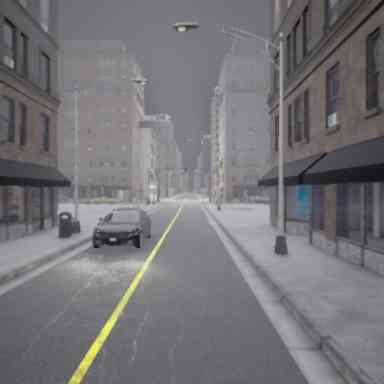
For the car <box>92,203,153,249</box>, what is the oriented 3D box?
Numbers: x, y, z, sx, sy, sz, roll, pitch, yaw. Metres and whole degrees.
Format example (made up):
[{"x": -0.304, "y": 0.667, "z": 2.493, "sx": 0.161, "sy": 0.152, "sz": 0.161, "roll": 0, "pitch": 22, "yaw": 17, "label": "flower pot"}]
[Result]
[{"x": -2.878, "y": 1.448, "z": 14.599, "sx": 1.882, "sy": 1.535, "sz": 5.008, "roll": 0, "pitch": 0, "yaw": 0, "label": "car"}]

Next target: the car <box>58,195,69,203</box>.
[{"x": -26.515, "y": 1.300, "z": 65.337, "sx": 4.097, "sy": 1.590, "sz": 1.967, "roll": 0, "pitch": 0, "yaw": 0, "label": "car"}]

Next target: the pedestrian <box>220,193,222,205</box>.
[{"x": 4.419, "y": 1.051, "z": 50.944, "sx": 0.375, "sy": 1.860, "sz": 0.375, "roll": 0, "pitch": 0, "yaw": 0, "label": "pedestrian"}]

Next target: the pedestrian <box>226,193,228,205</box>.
[{"x": 5.418, "y": 1.057, "z": 51.546, "sx": 0.375, "sy": 1.860, "sz": 0.375, "roll": 0, "pitch": 0, "yaw": 0, "label": "pedestrian"}]

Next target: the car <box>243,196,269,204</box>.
[{"x": 11.662, "y": 1.472, "z": 57.348, "sx": 4.403, "sy": 1.369, "sz": 2.008, "roll": 0, "pitch": 0, "yaw": 0, "label": "car"}]

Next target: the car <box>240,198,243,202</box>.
[{"x": 11.655, "y": 1.414, "z": 65.373, "sx": 4.507, "sy": 1.381, "sz": 1.887, "roll": 0, "pitch": 0, "yaw": 0, "label": "car"}]

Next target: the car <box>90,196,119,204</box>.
[{"x": -15.014, "y": 1.439, "z": 57.323, "sx": 4.829, "sy": 1.417, "sz": 1.752, "roll": 0, "pitch": 0, "yaw": 0, "label": "car"}]

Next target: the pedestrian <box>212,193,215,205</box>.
[{"x": 3.417, "y": 1.049, "z": 52.142, "sx": 0.375, "sy": 1.860, "sz": 0.375, "roll": 0, "pitch": 0, "yaw": 0, "label": "pedestrian"}]
